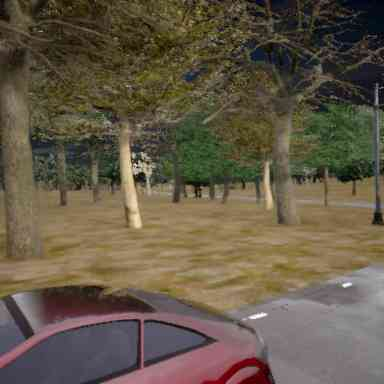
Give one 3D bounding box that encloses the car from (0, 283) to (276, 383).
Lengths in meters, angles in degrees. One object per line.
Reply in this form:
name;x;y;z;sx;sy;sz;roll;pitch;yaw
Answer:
car;-1.257;1.563;2.615;4.181;1.385;1.994;0;0;-37
